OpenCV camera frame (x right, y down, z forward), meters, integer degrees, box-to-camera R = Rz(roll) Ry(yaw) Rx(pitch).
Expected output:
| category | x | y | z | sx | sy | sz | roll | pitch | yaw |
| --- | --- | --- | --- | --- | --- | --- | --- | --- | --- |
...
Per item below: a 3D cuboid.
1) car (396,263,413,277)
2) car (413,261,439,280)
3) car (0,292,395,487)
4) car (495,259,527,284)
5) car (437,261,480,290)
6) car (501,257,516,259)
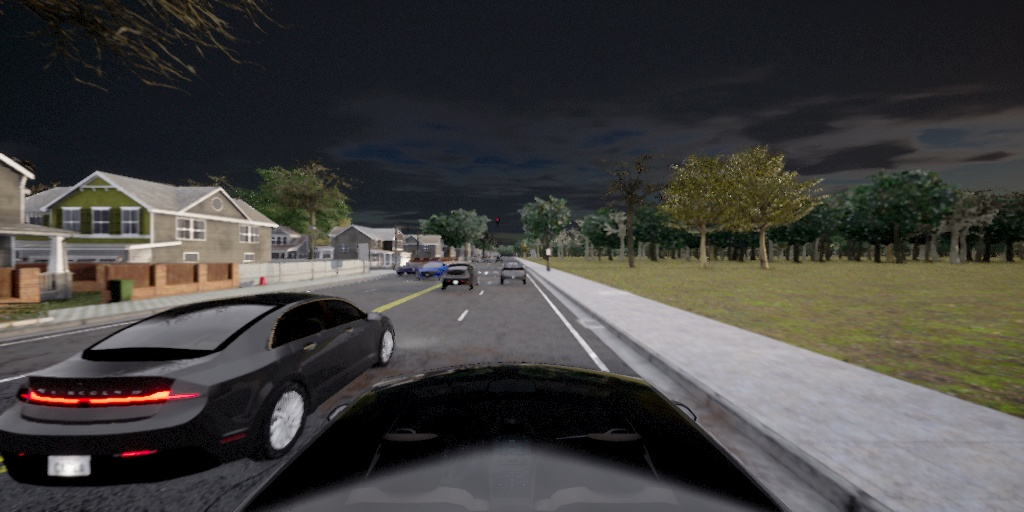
| category | x | y | z | sx | sy | sz | roll | pitch | yaw |
| --- | --- | --- | --- | --- | --- | --- | --- | --- | --- |
| car | -9.811 | 1.316 | 35.267 | 1.895 | 1.301 | 4.718 | 0 | 0 | 0 |
| car | -6.586 | 1.198 | 30.416 | 1.882 | 1.535 | 5.008 | 0 | 0 | 0 |
| car | -3.150 | 1.251 | 4.974 | 1.837 | 1.490 | 4.892 | 0 | 0 | 0 |
| car | 0.091 | 1.217 | 26.309 | 2.128 | 1.511 | 4.902 | 0 | 0 | 0 |
| car | -3.157 | 1.233 | 22.501 | 1.837 | 1.490 | 4.892 | 0 | 0 | 0 |
| car | 0.018 | 1.192 | 36.199 | 1.882 | 1.535 | 5.008 | 0 | 0 | 1 |
